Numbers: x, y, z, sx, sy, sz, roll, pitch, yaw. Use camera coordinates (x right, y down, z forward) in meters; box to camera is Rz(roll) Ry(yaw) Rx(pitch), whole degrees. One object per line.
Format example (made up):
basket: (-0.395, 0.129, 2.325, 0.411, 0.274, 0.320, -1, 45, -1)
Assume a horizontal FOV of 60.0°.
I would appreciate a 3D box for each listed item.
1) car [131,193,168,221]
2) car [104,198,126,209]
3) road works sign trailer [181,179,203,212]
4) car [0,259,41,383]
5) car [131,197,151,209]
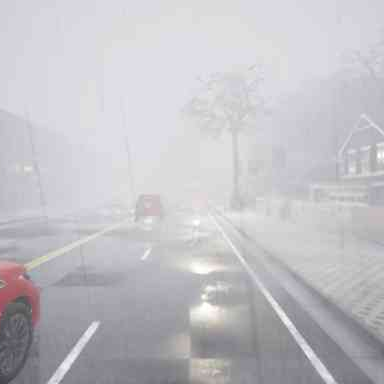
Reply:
car: (-3.147, 1.117, 26.427, 2.150, 2.045, 5.566, 0, 0, 0)
car: (-9.817, 1.434, 42.739, 1.895, 1.301, 4.718, 0, 0, 0)
road works sign trailer: (0.019, 0.322, 36.466, 2.380, 3.560, 2.880, 0, 0, 0)
car: (-3.147, 1.212, 2.193, 2.150, 2.045, 5.566, 0, 0, 0)
car: (-6.563, 1.358, 43.013, 1.812, 1.442, 4.674, 0, 0, 0)
